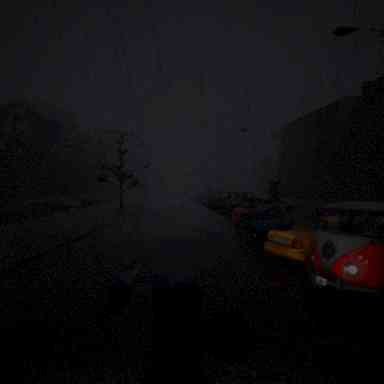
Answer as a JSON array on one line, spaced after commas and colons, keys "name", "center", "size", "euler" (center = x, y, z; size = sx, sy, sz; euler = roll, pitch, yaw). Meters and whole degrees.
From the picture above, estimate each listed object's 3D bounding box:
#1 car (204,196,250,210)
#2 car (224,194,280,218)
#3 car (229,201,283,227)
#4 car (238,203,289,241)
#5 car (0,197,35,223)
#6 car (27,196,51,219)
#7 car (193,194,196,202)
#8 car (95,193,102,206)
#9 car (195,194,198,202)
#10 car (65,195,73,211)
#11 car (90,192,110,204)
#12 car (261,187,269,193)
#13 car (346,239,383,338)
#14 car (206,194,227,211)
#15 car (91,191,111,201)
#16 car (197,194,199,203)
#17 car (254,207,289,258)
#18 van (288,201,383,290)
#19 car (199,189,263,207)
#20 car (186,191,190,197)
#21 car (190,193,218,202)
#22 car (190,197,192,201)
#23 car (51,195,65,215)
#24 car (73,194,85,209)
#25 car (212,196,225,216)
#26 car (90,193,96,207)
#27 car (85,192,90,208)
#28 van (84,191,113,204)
[{"name": "car", "center": [3.948, 1.222, 37.564], "size": [4.674, 1.452, 2.002], "euler": [0, 0, -23]}, {"name": "car", "center": [4.593, 1.202, 19.443], "size": [4.553, 1.767, 2.185], "euler": [1, 0, -21]}, {"name": "car", "center": [4.655, 1.354, 16.425], "size": [4.892, 1.521, 2.231], "euler": [1, 0, -21]}, {"name": "car", "center": [4.714, 1.377, 13.406], "size": [5.008, 1.535, 2.097], "euler": [1, 1, -21]}, {"name": "car", "center": [-13.738, 1.365, 22.874], "size": [4.792, 1.488, 2.163], "euler": [-1, 1, -22]}, {"name": "car", "center": [-13.776, 1.342, 25.868], "size": [4.792, 1.488, 2.163], "euler": [-1, 0, -22]}, {"name": "car", "center": [3.157, 1.088, 49.617], "size": [4.892, 1.521, 2.231], "euler": [1, 1, -25]}, {"name": "car", "center": [-14.745, 1.223, 43.593], "size": [4.674, 1.452, 2.002], "euler": [-1, 1, -24]}, {"name": "car", "center": [3.372, 1.150, 46.607], "size": [4.674, 1.452, 2.002], "euler": [0, 0, -24]}, {"name": "car", "center": [-14.080, 1.144, 31.760], "size": [4.553, 1.767, 2.185], "euler": [-1, 0, -22]}, {"name": "car", "center": [-14.802, 1.155, 46.626], "size": [5.366, 1.575, 1.946], "euler": [-1, 0, -24]}, {"name": "car", "center": [16.870, -0.385, 73.811], "size": [2.002, 1.452, 4.674], "euler": [-7, 4, -30]}, {"name": "car", "center": [4.778, 1.478, 4.381], "size": [4.792, 1.488, 2.163], "euler": [1, 0, -20]}, {"name": "car", "center": [4.253, 1.231, 31.523], "size": [5.008, 1.535, 2.097], "euler": [1, 1, -23]}, {"name": "car", "center": [-15.372, 1.140, 49.420], "size": [5.366, 1.575, 1.946], "euler": [-1, 1, -24]}, {"name": "car", "center": [3.589, 1.175, 43.590], "size": [4.674, 1.452, 2.002], "euler": [1, 1, -24]}, {"name": "car", "center": [4.900, 1.399, 10.464], "size": [5.366, 1.575, 1.946], "euler": [1, 0, -21]}, {"name": "van", "center": [4.638, 1.197, 7.334], "size": [4.442, 1.987, 1.878], "euler": [1, 1, -20]}, {"name": "car", "center": [4.088, 0.955, 34.525], "size": [5.566, 2.045, 2.435], "euler": [1, 1, -23]}, {"name": "car", "center": [2.191, 1.010, 58.563], "size": [5.366, 1.575, 1.946], "euler": [0, 1, -26]}, {"name": "car", "center": [2.244, 1.027, 61.623], "size": [4.792, 1.488, 2.163], "euler": [0, 0, -26]}, {"name": "car", "center": [2.671, 0.913, 55.648], "size": [4.553, 1.767, 2.185], "euler": [0, 1, -25]}, {"name": "car", "center": [-13.910, 1.291, 28.810], "size": [5.008, 1.535, 2.097], "euler": [-1, 1, -22]}, {"name": "car", "center": [-14.366, 1.248, 34.651], "size": [5.366, 1.575, 1.946], "euler": [-1, 1, -23]}, {"name": "car", "center": [4.462, 1.279, 25.489], "size": [5.008, 1.535, 2.097], "euler": [1, 0, -22]}, {"name": "car", "center": [-14.542, 1.244, 40.639], "size": [4.674, 1.452, 2.002], "euler": [-1, 1, -23]}, {"name": "car", "center": [-14.335, 1.100, 37.692], "size": [4.553, 1.767, 2.185], "euler": [-1, 1, -23]}, {"name": "van", "center": [-15.627, 0.869, 55.446], "size": [4.442, 1.987, 1.878], "euler": [-1, 0, -25]}]
